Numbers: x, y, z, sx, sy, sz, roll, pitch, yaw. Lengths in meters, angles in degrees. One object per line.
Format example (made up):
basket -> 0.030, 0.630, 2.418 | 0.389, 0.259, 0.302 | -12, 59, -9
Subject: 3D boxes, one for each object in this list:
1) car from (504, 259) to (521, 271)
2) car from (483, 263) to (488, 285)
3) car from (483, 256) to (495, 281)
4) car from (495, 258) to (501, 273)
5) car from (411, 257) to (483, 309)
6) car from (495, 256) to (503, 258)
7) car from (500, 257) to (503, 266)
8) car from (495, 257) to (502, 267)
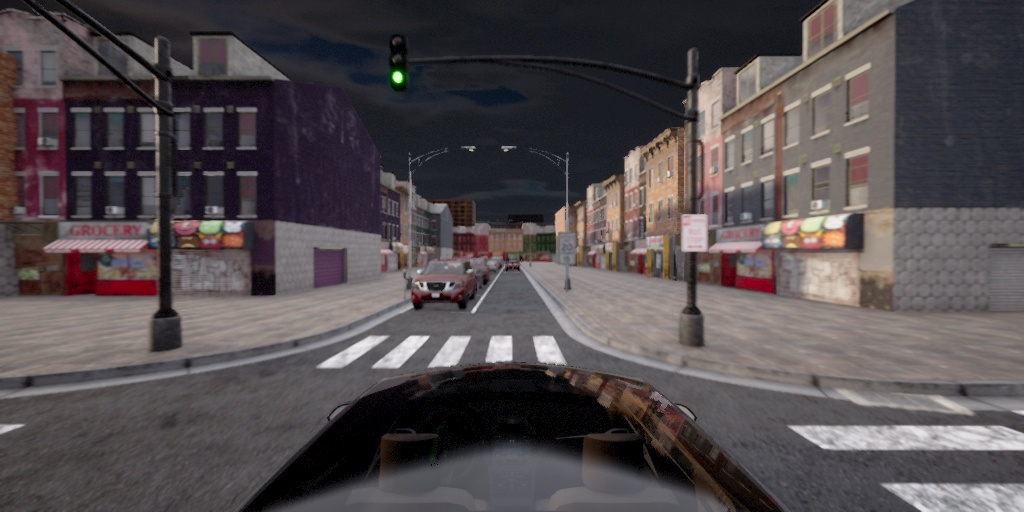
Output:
car -> 0.102, 1.174, 45.772 | 1.837, 1.490, 4.892 | 0, 0, 0
car -> -2.638, 1.276, 20.356 | 1.948, 1.339, 4.313 | 0, 0, 0
car -> -2.638, 1.015, 25.784 | 2.192, 1.841, 5.009 | 0, 0, 0
car -> -2.637, 1.226, 42.064 | 2.007, 1.370, 4.403 | 0, 0, 0
car -> -2.638, 1.036, 14.930 | 2.192, 1.841, 5.009 | 0, 0, 0
car -> -2.636, 0.971, 58.344 | 2.192, 1.841, 5.009 | 0, 0, 0
car -> -2.636, 1.228, 52.918 | 1.948, 1.339, 4.313 | 0, 0, 0
car -> -2.637, 1.194, 47.321 | 1.751, 1.417, 4.829 | 0, 0, 0
